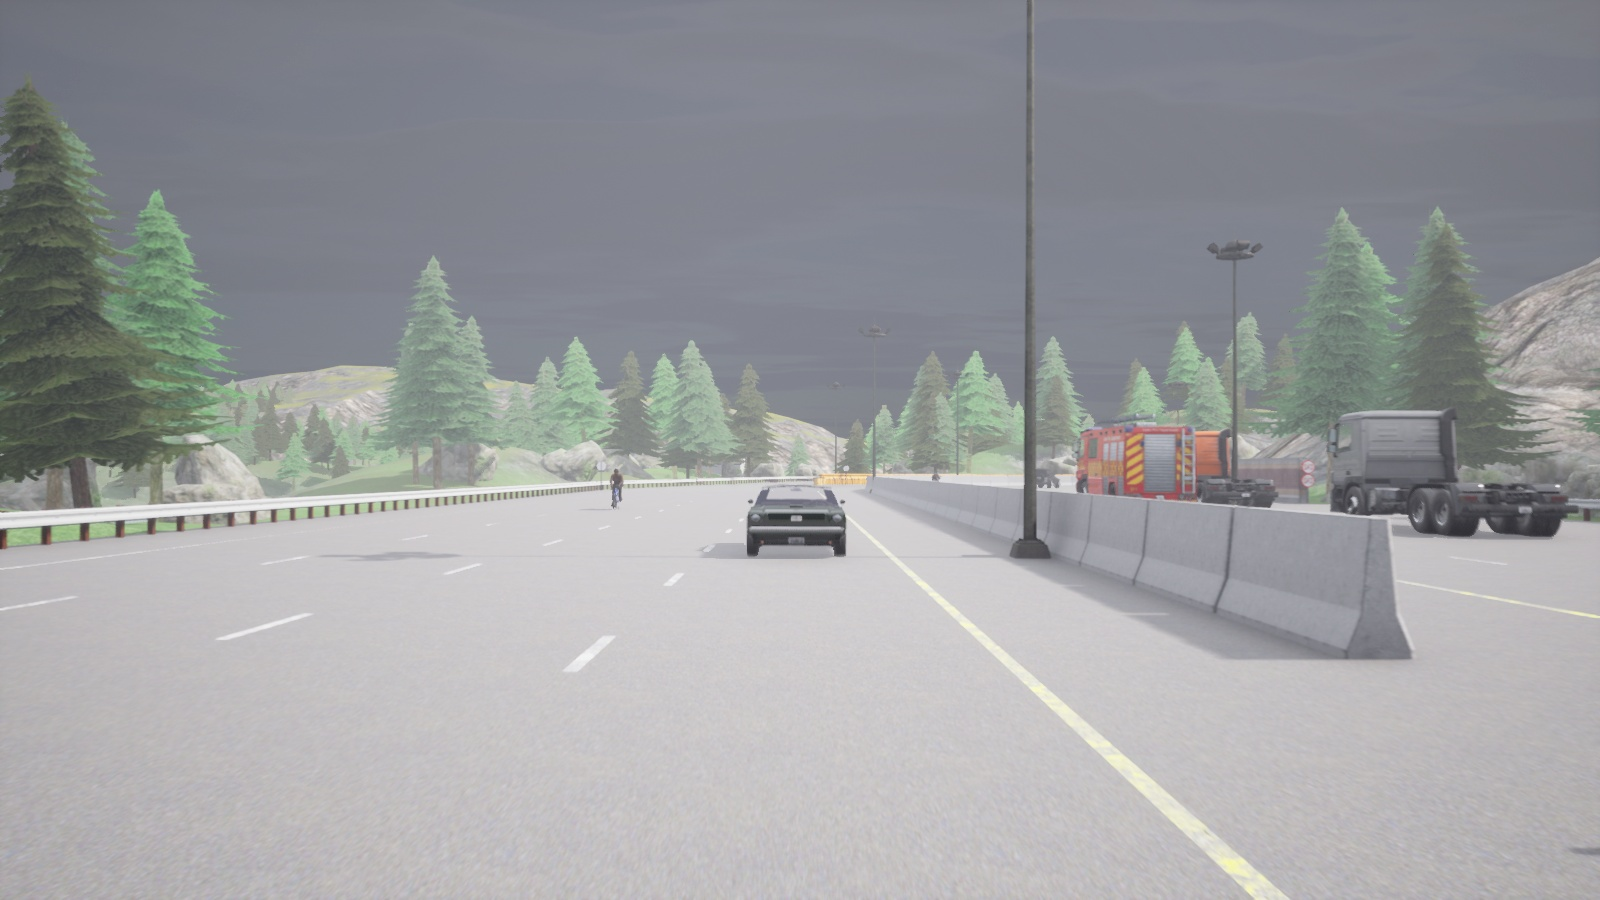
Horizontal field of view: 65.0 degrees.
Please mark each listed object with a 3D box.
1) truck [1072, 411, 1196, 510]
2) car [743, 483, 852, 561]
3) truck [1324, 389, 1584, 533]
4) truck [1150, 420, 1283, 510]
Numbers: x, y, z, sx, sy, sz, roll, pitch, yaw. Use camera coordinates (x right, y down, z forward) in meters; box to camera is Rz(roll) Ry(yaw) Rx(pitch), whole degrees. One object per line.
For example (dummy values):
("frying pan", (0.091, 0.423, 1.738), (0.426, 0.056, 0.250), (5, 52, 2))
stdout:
("truck", (13.839, 0.479, 52.814), (2.891, 3.827, 8.468), (0, -1, 0))
("car", (-0.056, 1.321, 24.268), (1.895, 1.301, 4.718), (0, -1, 0))
("truck", (17.415, 0.336, 34.208), (2.891, 3.462, 7.936), (0, -1, 0))
("truck", (17.338, 0.649, 52.894), (2.891, 3.462, 7.936), (0, -1, 0))
